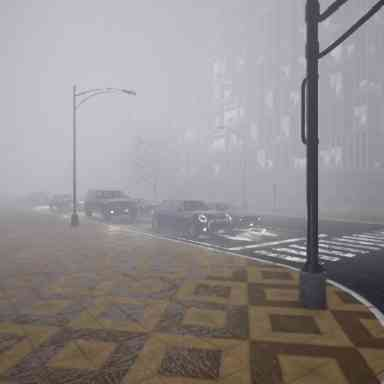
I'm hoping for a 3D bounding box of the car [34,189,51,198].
[{"bbox_3d":[-28.616,0.236,63.588,1.882,1.535,5.008,0,1,-38],"label":"car"}]

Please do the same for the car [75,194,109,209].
[{"bbox_3d":[-10.603,0.945,35.101,1.994,1.385,4.181,0,1,-38],"label":"car"}]

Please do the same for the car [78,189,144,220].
[{"bbox_3d":[-5.979,0.819,23.968,2.150,2.045,5.566,0,1,-38],"label":"car"}]

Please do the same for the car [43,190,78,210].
[{"bbox_3d":[-12.367,0.900,32.082,2.128,1.511,4.902,0,1,-38],"label":"car"}]

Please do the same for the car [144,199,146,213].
[{"bbox_3d":[-4.394,1.166,27.207,1.895,1.301,4.718,0,1,-38],"label":"car"}]

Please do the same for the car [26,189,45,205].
[{"bbox_3d":[-18.740,0.710,40.255,2.128,1.511,4.902,0,1,-37],"label":"car"}]

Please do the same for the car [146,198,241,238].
[{"bbox_3d":[-0.074,1.124,16.496,2.097,1.767,4.553,0,1,-38],"label":"car"}]

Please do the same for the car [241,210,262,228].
[{"bbox_3d":[1.586,1.289,19.691,2.033,1.411,5.357,0,1,-36],"label":"car"}]
